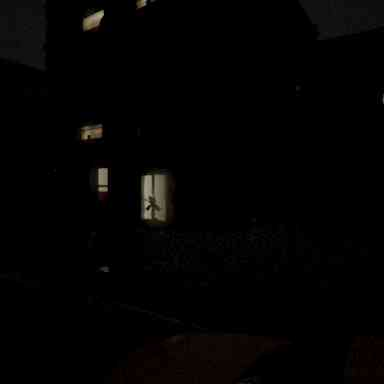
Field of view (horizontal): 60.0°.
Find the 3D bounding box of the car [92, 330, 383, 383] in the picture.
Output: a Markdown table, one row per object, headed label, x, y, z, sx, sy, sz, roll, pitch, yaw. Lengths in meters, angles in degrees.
| label | x | y | z | sx | sy | sz | roll | pitch | yaw |
| --- | --- | --- | --- | --- | --- | --- | --- | --- | --- |
| car | 1.296 | 1.525 | 1.947 | 4.829 | 1.417 | 1.752 | 0 | 1 | 36 |
